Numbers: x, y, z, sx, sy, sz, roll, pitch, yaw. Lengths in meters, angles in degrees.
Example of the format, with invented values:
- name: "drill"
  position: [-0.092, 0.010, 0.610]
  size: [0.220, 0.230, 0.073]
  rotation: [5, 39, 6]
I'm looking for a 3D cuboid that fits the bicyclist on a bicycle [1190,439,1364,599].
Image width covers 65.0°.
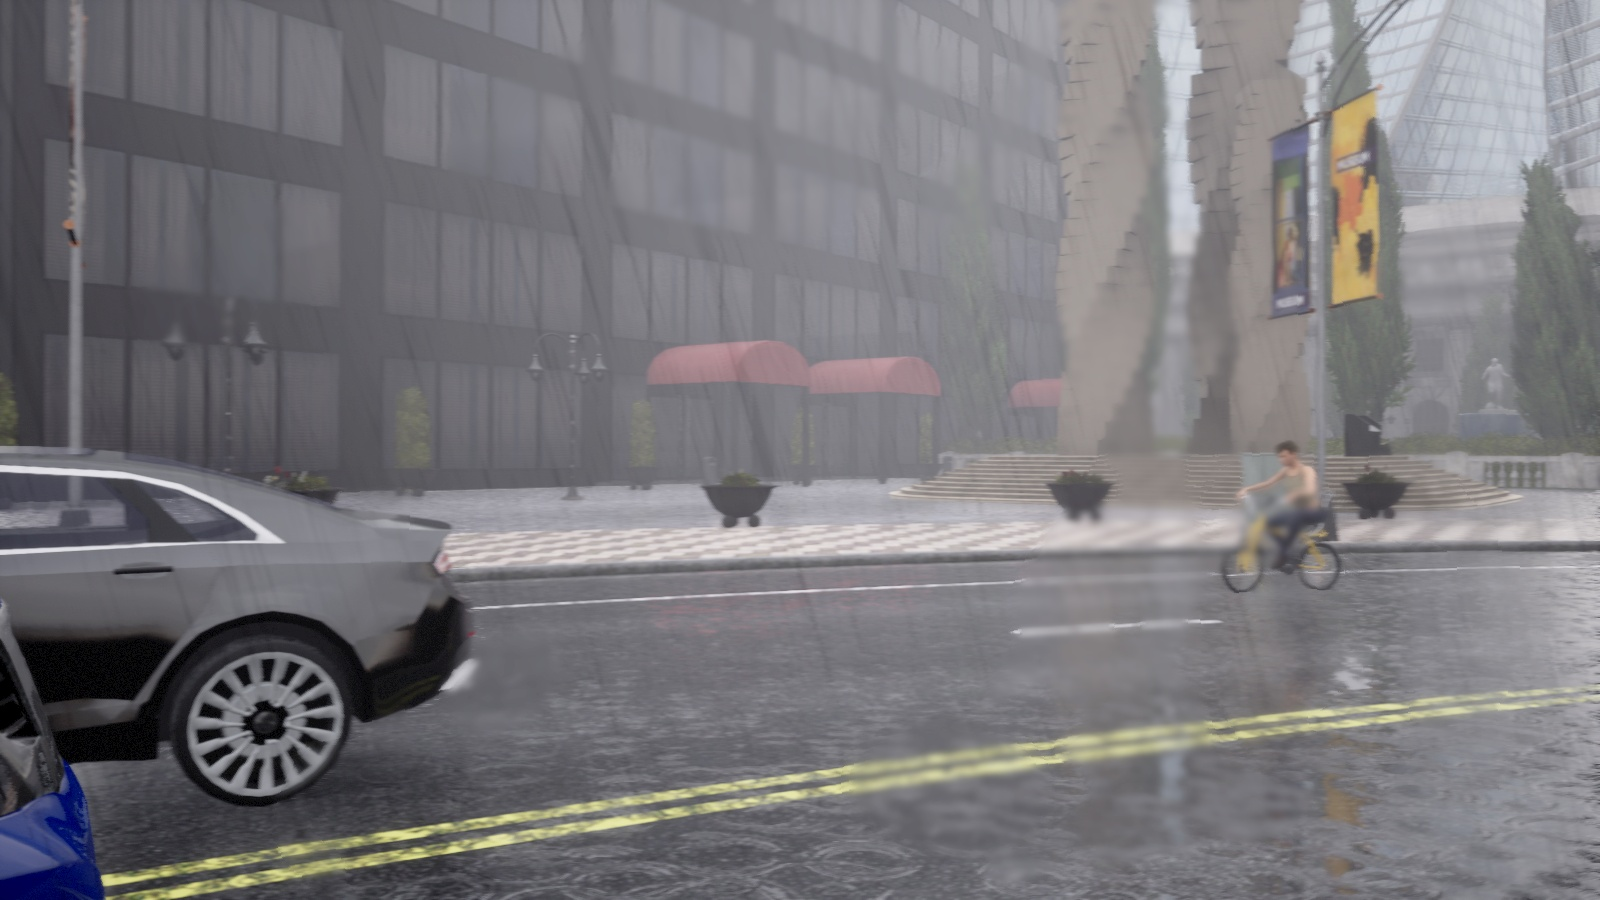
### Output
- name: "bicyclist on a bicycle"
  position: [5.052, 0.692, 13.335]
  size: [1.509, 1.612, 0.866]
  rotation: [0, 0, -17]

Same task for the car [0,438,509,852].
- name: "car"
  position: [-3.940, 0.713, 5.206]
  size: [4.902, 1.511, 2.128]
  rotation: [0, 0, -32]

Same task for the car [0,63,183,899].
- name: "car"
  position: [-3.803, 0.470, 1.052]
  size: [5.566, 2.045, 2.150]
  rotation: [0, 0, -39]
